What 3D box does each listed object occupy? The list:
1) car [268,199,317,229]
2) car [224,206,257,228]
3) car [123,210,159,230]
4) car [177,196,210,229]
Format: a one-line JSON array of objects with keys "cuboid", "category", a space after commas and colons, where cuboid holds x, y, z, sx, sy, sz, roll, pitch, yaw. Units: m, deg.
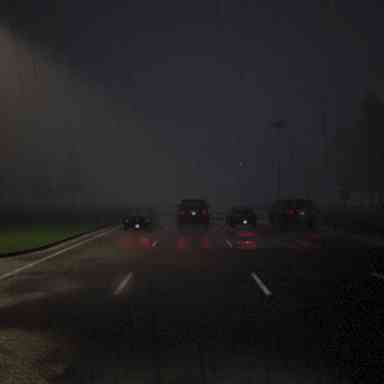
[{"cuboid": [7.104, 1.495, 24.016, 2.150, 2.045, 5.566, 0, 0, 0], "category": "car"}, {"cuboid": [3.605, 1.790, 24.966, 1.837, 1.490, 4.892, 0, 0, 0], "category": "car"}, {"cuboid": [-3.396, 1.861, 22.938, 1.895, 1.301, 4.718, 0, -1, 0], "category": "car"}, {"cuboid": [0.105, 1.495, 23.970, 2.150, 2.045, 5.566, 0, 0, 0], "category": "car"}]
